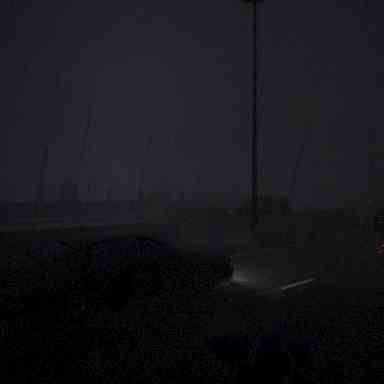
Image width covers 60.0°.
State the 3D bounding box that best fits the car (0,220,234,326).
[{"bbox_3d":[-1.558,1.568,7.129,5.357,1.411,2.033,0,0,-38],"label":"car"}]

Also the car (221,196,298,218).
[{"bbox_3d":[4.699,1.304,22.492,2.150,2.045,5.566,0,0,43],"label":"car"}]

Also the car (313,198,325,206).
[{"bbox_3d":[22.789,1.785,59.817,2.033,1.411,5.357,0,0,18],"label":"car"}]

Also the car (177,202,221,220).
[{"bbox_3d":[1.288,1.646,24.055,1.994,1.385,4.181,0,0,44],"label":"car"}]

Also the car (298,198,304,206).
[{"bbox_3d":[20.031,1.789,62.731,2.033,1.411,5.357,0,0,17],"label":"car"}]

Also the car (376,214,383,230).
[{"bbox_3d":[8.140,1.542,10.941,4.902,1.511,2.128,0,0,-43],"label":"car"}]

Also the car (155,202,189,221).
[{"bbox_3d":[-0.780,1.579,26.916,2.128,1.511,4.902,0,0,43],"label":"car"}]

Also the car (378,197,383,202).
[{"bbox_3d":[44.022,1.770,75.504,1.895,1.301,4.718,0,0,5],"label":"car"}]

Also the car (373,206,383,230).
[{"bbox_3d":[12.738,1.596,20.747,1.837,1.490,4.892,0,0,41],"label":"car"}]

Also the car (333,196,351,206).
[{"bbox_3d":[25.972,1.590,58.408,2.097,1.767,4.553,0,0,19],"label":"car"}]
